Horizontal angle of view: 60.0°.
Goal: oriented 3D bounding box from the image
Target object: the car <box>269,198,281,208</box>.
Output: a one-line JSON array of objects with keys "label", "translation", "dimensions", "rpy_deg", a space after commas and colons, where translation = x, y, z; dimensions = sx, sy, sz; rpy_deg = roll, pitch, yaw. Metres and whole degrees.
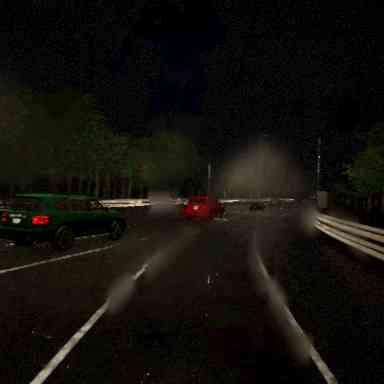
[{"label": "car", "translation": [18.558, 2.393, 74.142], "dimensions": [2.150, 2.045, 5.566], "rpy_deg": [2, -1, 21]}]

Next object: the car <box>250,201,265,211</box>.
[{"label": "car", "translation": [10.673, 2.266, 53.937], "dimensions": [1.812, 1.442, 4.674], "rpy_deg": [2, 0, 21]}]

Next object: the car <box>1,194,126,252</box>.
[{"label": "car", "translation": [-4.964, 1.123, 13.788], "dimensions": [2.150, 2.045, 5.566], "rpy_deg": [2, 0, 21]}]

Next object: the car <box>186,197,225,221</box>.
[{"label": "car", "translation": [1.264, 1.455, 29.767], "dimensions": [2.150, 2.045, 5.566], "rpy_deg": [2, 0, 21]}]
